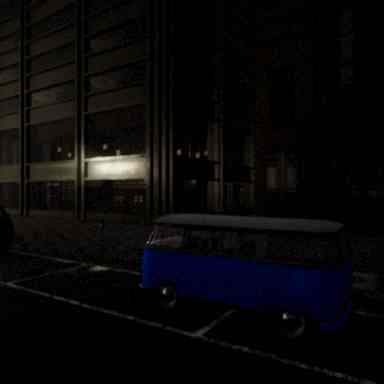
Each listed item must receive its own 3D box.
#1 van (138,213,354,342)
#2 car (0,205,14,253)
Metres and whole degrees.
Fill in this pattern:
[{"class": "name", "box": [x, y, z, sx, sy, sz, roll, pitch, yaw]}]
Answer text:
[{"class": "van", "box": [0.852, 1.338, 6.185, 3.998, 1.788, 1.690, 0, 0, 33]}, {"class": "car", "box": [-8.603, 1.309, 12.222, 5.009, 1.841, 2.192, 0, 0, 33]}]
